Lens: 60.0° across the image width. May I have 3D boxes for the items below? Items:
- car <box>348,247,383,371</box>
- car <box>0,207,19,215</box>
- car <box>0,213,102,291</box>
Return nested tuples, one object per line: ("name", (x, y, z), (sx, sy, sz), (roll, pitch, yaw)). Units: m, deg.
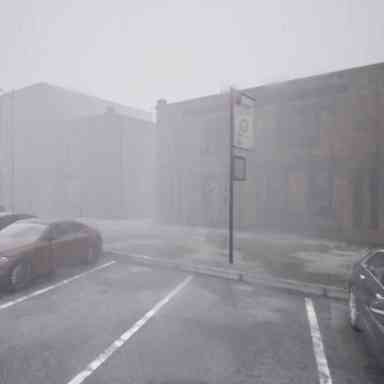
("car", (3.125, 1.491, 3.864), (2.231, 1.521, 4.892), (1, 0, 16))
("car", (-6.649, 1.422, 10.812), (2.163, 1.488, 4.792), (1, 0, 16))
("car", (-4.200, 1.457, 9.094), (2.002, 1.452, 4.674), (1, 0, 16))
